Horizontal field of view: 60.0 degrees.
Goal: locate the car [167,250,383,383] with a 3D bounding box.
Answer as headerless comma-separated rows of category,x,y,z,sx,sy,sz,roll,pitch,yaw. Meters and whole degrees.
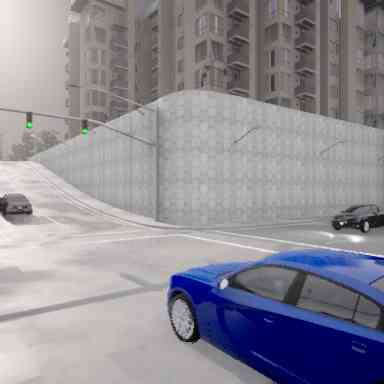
car,1.541,1.485,4.210,1.882,1.535,5.008,0,0,-36

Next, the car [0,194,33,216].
car,-13.239,0.848,24.757,2.033,1.411,5.357,0,6,-36

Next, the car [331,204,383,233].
car,10.318,1.522,19.967,4.892,1.490,1.837,0,0,-36
